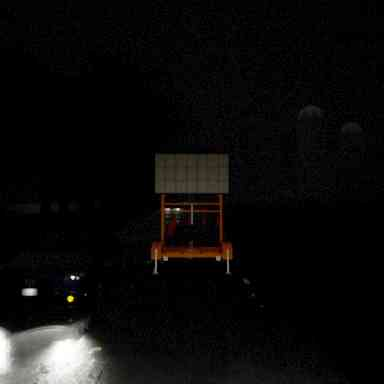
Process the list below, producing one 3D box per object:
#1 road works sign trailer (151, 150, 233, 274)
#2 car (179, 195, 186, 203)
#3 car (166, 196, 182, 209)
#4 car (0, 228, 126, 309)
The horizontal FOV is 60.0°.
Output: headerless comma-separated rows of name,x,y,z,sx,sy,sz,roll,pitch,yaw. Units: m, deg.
road works sign trailer,-0.001,0.481,10.567,2.380,3.560,2.880,0,0,0
car,-2.756,1.854,90.542,2.150,2.045,5.566,0,-1,0
car,-2.850,1.724,49.764,1.812,1.442,4.674,0,0,0
car,-2.851,1.574,7.834,1.994,1.385,4.181,0,0,0
